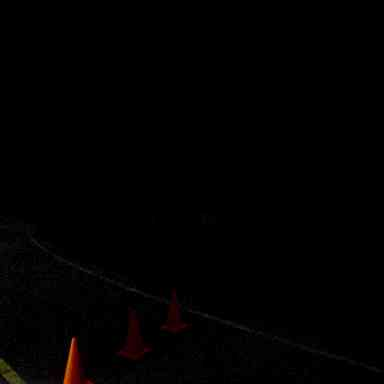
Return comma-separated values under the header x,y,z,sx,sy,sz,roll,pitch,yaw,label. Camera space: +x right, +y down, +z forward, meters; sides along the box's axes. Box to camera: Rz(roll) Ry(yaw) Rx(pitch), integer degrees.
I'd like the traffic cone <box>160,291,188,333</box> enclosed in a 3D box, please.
x,y,z,sx,sy,sz,roll,pitch,yaw,label
-0.293,1.932,5.477,0.340,0.580,0.340,1,1,31,traffic cone

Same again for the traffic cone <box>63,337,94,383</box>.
x,y,z,sx,sy,sz,roll,pitch,yaw,label
-1.330,1.945,3.775,0.340,0.580,0.340,1,1,31,traffic cone

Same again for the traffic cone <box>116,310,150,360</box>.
x,y,z,sx,sy,sz,roll,pitch,yaw,label
-0.812,1.938,4.626,0.340,0.580,0.340,1,1,31,traffic cone
